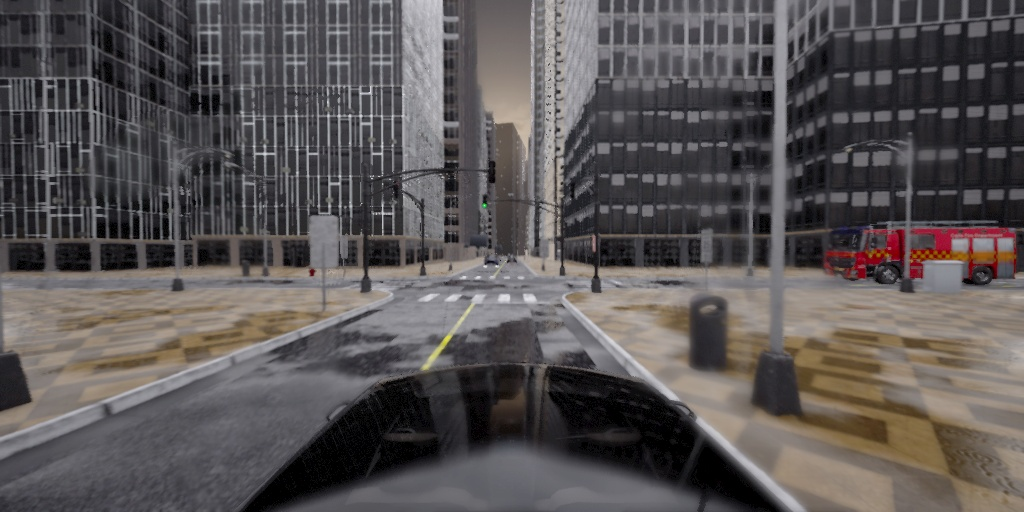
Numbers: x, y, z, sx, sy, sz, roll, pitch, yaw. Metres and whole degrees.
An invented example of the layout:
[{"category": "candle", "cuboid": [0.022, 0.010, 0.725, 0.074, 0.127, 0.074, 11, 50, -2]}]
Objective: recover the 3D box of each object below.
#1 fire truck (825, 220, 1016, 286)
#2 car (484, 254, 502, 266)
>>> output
[{"category": "fire truck", "cuboid": [24.988, -0.194, 22.343, 8.468, 3.827, 2.891, 0, 1, 5]}, {"category": "car", "cuboid": [-3.057, 0.552, 54.267, 2.097, 1.767, 4.553, 0, 1, 0]}]
